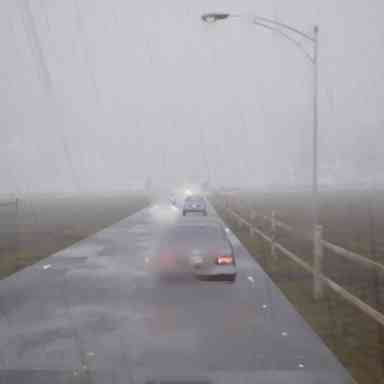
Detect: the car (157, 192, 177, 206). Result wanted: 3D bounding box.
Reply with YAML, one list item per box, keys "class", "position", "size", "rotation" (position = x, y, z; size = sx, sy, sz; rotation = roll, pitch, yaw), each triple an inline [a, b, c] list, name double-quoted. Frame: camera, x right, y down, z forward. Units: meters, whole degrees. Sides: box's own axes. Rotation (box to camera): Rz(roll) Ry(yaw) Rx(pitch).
- class: "car"
  position: [-2.683, 0.720, 36.124]
  size: [1.895, 1.301, 4.718]
  rotation: [0, 2, 0]

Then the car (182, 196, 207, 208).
- class: "car"
  position: [0.204, 0.986, 26.439]
  size: [2.033, 1.411, 5.357]
  rotation: [0, 2, 0]

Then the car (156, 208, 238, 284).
- class: "car"
  position: [0.118, 1.399, 9.247]
  size: [2.033, 1.411, 5.357]
  rotation: [0, 1, 1]
